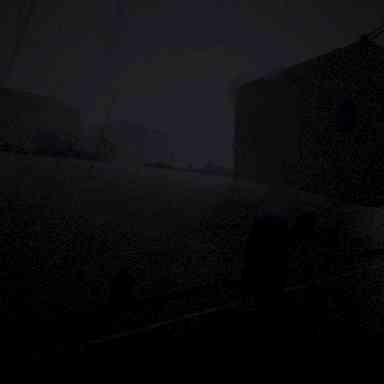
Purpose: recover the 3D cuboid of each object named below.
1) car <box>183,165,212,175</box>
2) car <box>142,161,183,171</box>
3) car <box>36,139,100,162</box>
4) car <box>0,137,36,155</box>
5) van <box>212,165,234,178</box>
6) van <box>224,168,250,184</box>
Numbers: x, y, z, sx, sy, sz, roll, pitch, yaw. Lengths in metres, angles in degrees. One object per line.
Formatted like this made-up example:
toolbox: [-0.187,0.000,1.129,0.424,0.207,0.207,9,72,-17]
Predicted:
car: [-0.043,-2.564,41.803,2.002,1.452,4.674,0,-2,40]
car: [-3.603,-2.755,37.560,2.002,1.452,4.674,0,-2,41]
car: [-10.933,-3.362,29.312,2.435,2.045,5.566,0,-1,44]
car: [-14.805,-3.363,25.250,2.185,1.767,4.553,0,-1,45]
van: [3.542,-2.612,46.206,1.878,1.987,4.442,0,-2,39]
van: [6.925,-2.377,50.585,1.878,1.987,4.442,0,-2,38]
